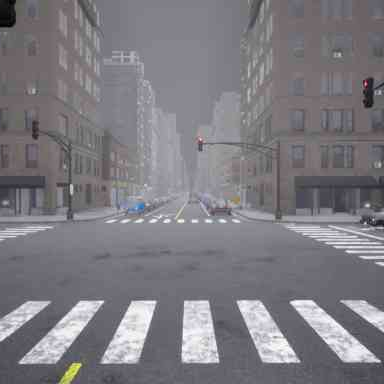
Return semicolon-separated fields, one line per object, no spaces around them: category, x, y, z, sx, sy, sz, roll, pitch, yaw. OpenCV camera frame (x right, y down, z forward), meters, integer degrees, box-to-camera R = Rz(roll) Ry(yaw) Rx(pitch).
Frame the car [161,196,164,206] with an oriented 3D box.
car;-5.651;1.585;50.428;1.802;1.307;4.206;0;0;0

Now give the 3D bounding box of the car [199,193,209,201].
car;3.018;1.308;84.413;2.192;1.841;5.009;0;0;0

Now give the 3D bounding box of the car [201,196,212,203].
car;2.947;1.551;67.405;2.008;1.369;4.403;0;0;0

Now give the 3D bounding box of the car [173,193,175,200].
car;-5.532;1.521;78.599;1.752;1.417;4.829;0;0;0

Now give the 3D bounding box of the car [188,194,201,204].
car;0.261;1.565;62.960;1.994;1.385;4.181;0;0;0

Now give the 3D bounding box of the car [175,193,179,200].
car;-5.484;1.306;90.106;2.192;1.841;5.009;0;0;0

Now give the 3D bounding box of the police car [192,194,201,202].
police car;1.126;1.421;79.487;1.930;1.638;5.238;0;0;-1

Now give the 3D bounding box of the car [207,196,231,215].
car;2.804;1.442;33.390;1.967;1.590;4.097;0;0;0

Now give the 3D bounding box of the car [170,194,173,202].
car;-5.579;1.566;67.433;1.947;1.339;4.313;0;0;0

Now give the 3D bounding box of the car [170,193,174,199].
car;-5.555;1.543;73.101;1.887;1.381;4.507;0;0;0

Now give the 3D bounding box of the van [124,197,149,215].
van;-5.722;1.343;33.423;1.690;1.788;3.998;0;0;0

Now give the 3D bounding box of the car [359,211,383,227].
car;13.453;1.561;20.724;5.357;1.411;2.033;0;0;0

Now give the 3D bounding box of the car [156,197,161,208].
car;-5.674;1.568;44.760;1.947;1.339;4.313;0;0;0

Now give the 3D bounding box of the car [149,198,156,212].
car;-5.698;1.442;39.092;1.967;1.590;4.097;0;0;0

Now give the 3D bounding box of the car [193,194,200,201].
car;1.159;1.447;89.582;1.801;1.575;5.366;0;0;0

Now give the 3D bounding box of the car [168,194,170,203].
car;-5.604;1.527;61.595;1.752;1.417;4.829;0;0;0

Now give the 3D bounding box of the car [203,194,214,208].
car;2.851;1.443;44.728;1.967;1.590;4.097;0;0;0

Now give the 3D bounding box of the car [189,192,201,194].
car;0.303;1.038;72.994;2.150;2.045;5.566;0;0;0

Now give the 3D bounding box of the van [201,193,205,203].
van;2.899;1.343;56.066;1.690;1.788;3.998;0;0;0

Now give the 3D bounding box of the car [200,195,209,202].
car;2.994;1.436;78.744;1.967;1.590;4.097;0;0;0

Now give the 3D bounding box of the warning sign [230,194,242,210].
warning sign;5.230;1.118;39.374;1.300;1.860;1.060;0;0;0

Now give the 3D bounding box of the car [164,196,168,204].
car;-5.627;1.568;56.097;1.947;1.339;4.313;0;0;0

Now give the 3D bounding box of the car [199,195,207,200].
car;3.042;1.557;90.083;1.947;1.339;4.313;0;0;0

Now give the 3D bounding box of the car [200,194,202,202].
car;2.923;1.526;61.905;1.752;1.417;4.829;0;0;0
